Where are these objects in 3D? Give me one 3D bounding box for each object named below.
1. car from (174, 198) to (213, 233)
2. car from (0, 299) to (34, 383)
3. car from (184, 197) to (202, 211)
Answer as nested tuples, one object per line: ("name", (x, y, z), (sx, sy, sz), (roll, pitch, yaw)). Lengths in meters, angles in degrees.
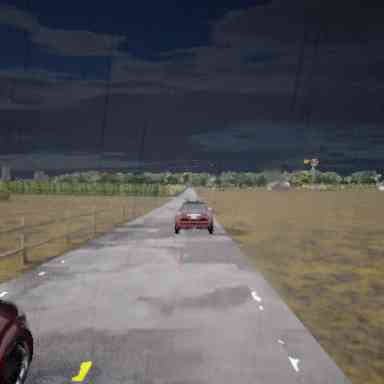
("car", (0.103, 1.342, 19.536), (2.097, 1.767, 4.553), (0, 0, 0))
("car", (-2.850, 1.564, 2.226), (1.994, 1.385, 4.181), (0, 0, 0))
("car", (0.107, 1.424, 39.942), (2.128, 1.511, 4.902), (0, 0, 0))
